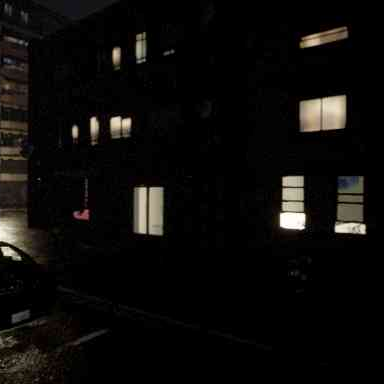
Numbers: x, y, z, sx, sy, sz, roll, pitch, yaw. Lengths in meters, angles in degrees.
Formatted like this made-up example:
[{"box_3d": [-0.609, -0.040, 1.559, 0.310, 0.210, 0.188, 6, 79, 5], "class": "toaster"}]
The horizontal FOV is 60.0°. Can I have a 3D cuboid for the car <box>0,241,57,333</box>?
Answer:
[{"box_3d": [-4.228, 1.550, 6.038, 4.403, 1.369, 2.008, 0, 1, 36], "class": "car"}]
